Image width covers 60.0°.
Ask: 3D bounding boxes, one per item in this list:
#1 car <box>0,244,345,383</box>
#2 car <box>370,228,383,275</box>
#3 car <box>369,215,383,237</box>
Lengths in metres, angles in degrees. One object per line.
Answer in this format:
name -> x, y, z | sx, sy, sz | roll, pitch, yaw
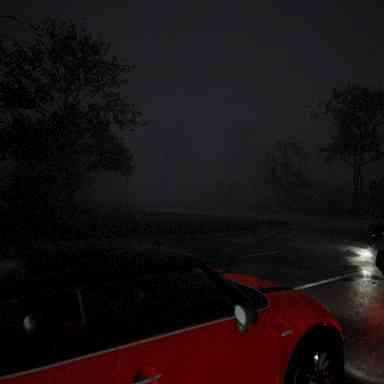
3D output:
car -> -0.453, 1.352, 3.397 | 4.553, 1.767, 2.097 | 0, 0, -35
car -> 6.751, 1.601, 8.528 | 4.718, 1.301, 1.895 | 0, 0, -36
car -> 10.119, 1.477, 15.356 | 5.008, 1.535, 1.882 | 0, 0, -35
